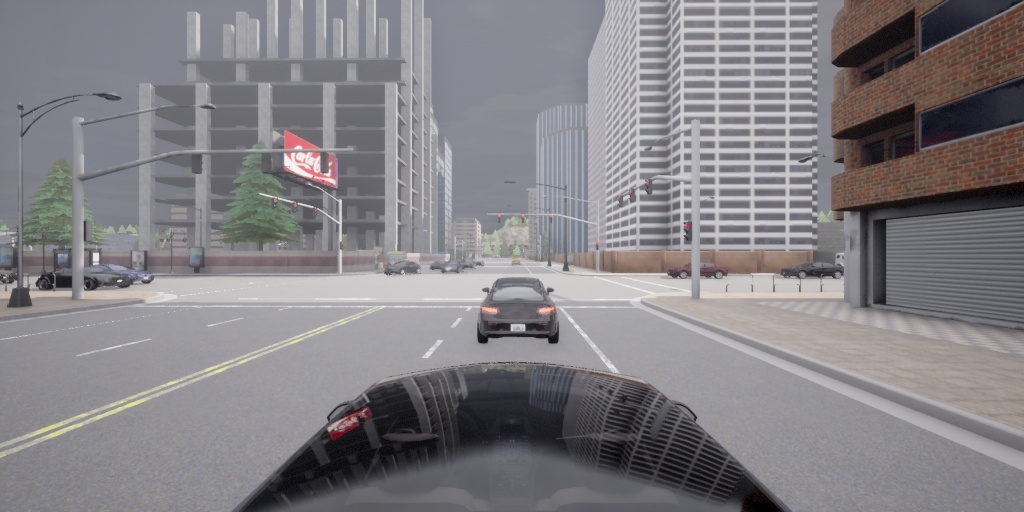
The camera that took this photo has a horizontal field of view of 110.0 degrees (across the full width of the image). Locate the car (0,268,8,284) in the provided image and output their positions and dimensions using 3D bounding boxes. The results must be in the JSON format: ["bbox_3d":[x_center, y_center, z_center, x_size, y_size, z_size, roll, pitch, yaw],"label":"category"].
[{"bbox_3d":[-34.201,1.102,21.566,4.553,1.767,2.097,0,0,0],"label":"car"}]

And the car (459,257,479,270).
[{"bbox_3d":[-6.491,1.255,52.757,1.837,1.490,4.892,0,0,1],"label":"car"}]

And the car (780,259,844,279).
[{"bbox_3d":[26.664,1.228,31.838,5.008,1.535,1.882,0,0,0],"label":"car"}]

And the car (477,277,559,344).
[{"bbox_3d":[0.160,1.276,9.502,1.812,1.442,4.674,0,0,1],"label":"car"}]

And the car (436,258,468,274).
[{"bbox_3d":[-6.651,1.241,40.107,2.128,1.511,4.902,0,0,1],"label":"car"}]

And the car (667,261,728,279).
[{"bbox_3d":[16.471,1.228,31.918,5.008,1.535,1.882,0,0,0],"label":"car"}]

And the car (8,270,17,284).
[{"bbox_3d":[-37.846,1.255,25.091,4.892,1.490,1.837,0,0,0],"label":"car"}]

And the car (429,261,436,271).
[{"bbox_3d":[-10.032,1.297,49.875,2.033,1.411,5.357,0,0,1],"label":"car"}]

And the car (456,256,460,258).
[{"bbox_3d":[-9.828,1.242,63.727,2.128,1.511,4.902,0,0,1],"label":"car"}]

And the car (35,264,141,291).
[{"bbox_3d":[-25.503,1.314,21.503,4.181,1.385,1.994,0,0,0],"label":"car"}]

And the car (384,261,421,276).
[{"bbox_3d":[-11.197,1.255,37.127,1.837,1.490,4.892,1,0,16],"label":"car"}]

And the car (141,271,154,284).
[{"bbox_3d":[-27.857,1.276,25.020,4.674,1.442,1.812,0,0,0],"label":"car"}]
